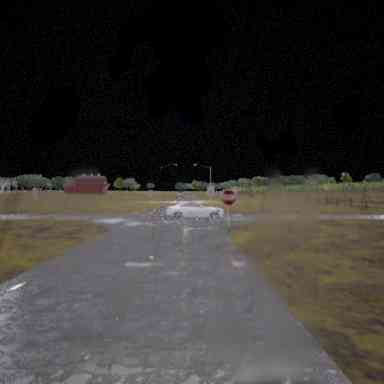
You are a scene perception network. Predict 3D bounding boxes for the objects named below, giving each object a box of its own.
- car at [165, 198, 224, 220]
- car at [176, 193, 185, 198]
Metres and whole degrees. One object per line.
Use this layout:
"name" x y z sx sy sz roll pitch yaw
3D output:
"car" 0.200 1.470 26.754 4.674 1.442 1.812 0 0 0
"car" -2.768 0.843 78.605 1.994 1.385 4.181 0 0 0
